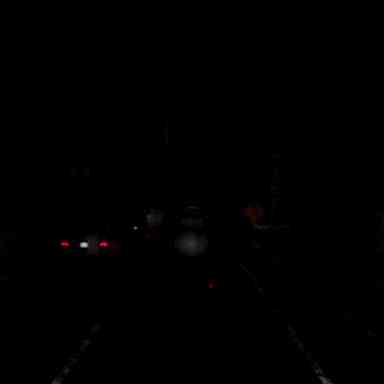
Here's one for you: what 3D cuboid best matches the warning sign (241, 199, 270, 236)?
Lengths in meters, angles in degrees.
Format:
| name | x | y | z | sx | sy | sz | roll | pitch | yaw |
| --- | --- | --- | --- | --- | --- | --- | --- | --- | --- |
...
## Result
| name | x | y | z | sx | sy | sz | roll | pitch | yaw |
| --- | --- | --- | --- | --- | --- | --- | --- | --- | --- |
| warning sign | 3.228 | 1.281 | 17.128 | 1.300 | 1.860 | 1.060 | 0 | 0 | 0 |

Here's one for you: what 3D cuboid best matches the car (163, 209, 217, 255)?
| name | x | y | z | sx | sy | sz | roll | pitch | yaw |
| --- | --- | --- | --- | --- | --- | --- | --- | --- | --- |
| car | 0.020 | 1.660 | 13.890 | 1.812 | 1.442 | 4.674 | 0 | 0 | 0 |

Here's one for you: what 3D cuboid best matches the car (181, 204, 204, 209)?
| name | x | y | z | sx | sy | sz | roll | pitch | yaw |
| --- | --- | --- | --- | --- | --- | --- | --- | --- | --- |
| car | 0.019 | 1.804 | 28.887 | 1.812 | 1.442 | 4.674 | 0 | 0 | 0 |

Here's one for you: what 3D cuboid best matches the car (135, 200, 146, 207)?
| name | x | y | z | sx | sy | sz | roll | pitch | yaw |
| --- | --- | --- | --- | --- | --- | --- | --- | --- | --- |
| car | -9.765 | 2.234 | 64.495 | 1.895 | 1.301 | 4.718 | 0 | -1 | 0 |

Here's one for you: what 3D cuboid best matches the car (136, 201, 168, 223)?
| name | x | y | z | sx | sy | sz | roll | pitch | yaw |
| --- | --- | --- | --- | --- | --- | --- | --- | --- | --- |
| car | -3.234 | 1.782 | 28.490 | 1.837 | 1.490 | 4.892 | 0 | 0 | 0 |

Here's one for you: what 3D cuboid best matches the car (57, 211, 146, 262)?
| name | x | y | z | sx | sy | sz | roll | pitch | yaw |
| --- | --- | --- | --- | --- | --- | --- | --- | --- | --- |
| car | -3.243 | 1.669 | 12.527 | 2.033 | 1.411 | 5.357 | 0 | -1 | 0 |
